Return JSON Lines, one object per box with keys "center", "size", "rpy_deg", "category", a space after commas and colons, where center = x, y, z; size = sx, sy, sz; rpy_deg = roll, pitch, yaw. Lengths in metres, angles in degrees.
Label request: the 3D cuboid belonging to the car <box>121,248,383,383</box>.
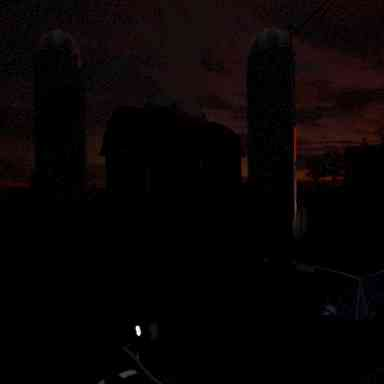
{"center": [1.558, 1.523, 4.314], "size": [4.718, 1.301, 1.895], "rpy_deg": [-2, 1, -37], "category": "car"}
